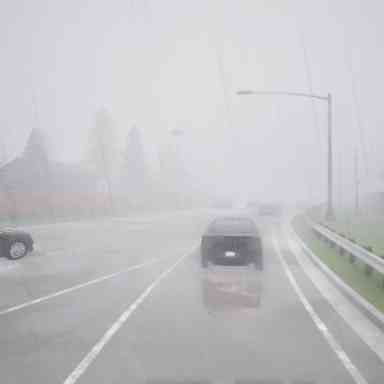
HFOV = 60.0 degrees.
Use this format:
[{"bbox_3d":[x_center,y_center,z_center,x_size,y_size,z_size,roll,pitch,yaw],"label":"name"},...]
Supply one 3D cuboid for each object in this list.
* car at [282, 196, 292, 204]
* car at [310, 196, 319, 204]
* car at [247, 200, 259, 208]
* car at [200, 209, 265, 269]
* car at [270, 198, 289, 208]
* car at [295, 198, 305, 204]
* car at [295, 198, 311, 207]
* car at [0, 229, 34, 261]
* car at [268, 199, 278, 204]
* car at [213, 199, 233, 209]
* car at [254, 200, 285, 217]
[{"bbox_3d":[25.484,2.170,89.870,2.150,2.045,5.566,0,-1,25],"label":"car"},{"bbox_3d":[31.879,2.147,87.023,2.150,2.045,5.566,0,-1,25],"label":"car"},{"bbox_3d":[11.069,2.088,58.582,1.882,1.535,5.008,0,-1,25],"label":"car"},{"bbox_3d":[1.477,1.600,11.727,1.882,1.535,5.008,0,0,9],"label":"car"},{"bbox_3d":[15.948,2.201,60.784,1.994,1.385,4.181,0,-1,25],"label":"car"},{"bbox_3d":[28.646,2.410,88.367,1.882,1.535,5.008,0,-1,25],"label":"car"},{"bbox_3d":[20.947,2.269,63.237,1.895,1.301,4.718,0,-1,25],"label":"car"},{"bbox_3d":[-7.411,1.607,10.475,1.837,1.490,4.892,0,0,25],"label":"car"},{"bbox_3d":[22.393,2.511,91.523,1.994,1.385,4.181,0,-1,25],"label":"car"},{"bbox_3d":[5.154,1.911,54.160,2.097,1.767,4.553,0,-1,25],"label":"car"},{"bbox_3d":[8.700,1.950,36.860,1.994,1.385,4.181,0,-1,25],"label":"car"}]
